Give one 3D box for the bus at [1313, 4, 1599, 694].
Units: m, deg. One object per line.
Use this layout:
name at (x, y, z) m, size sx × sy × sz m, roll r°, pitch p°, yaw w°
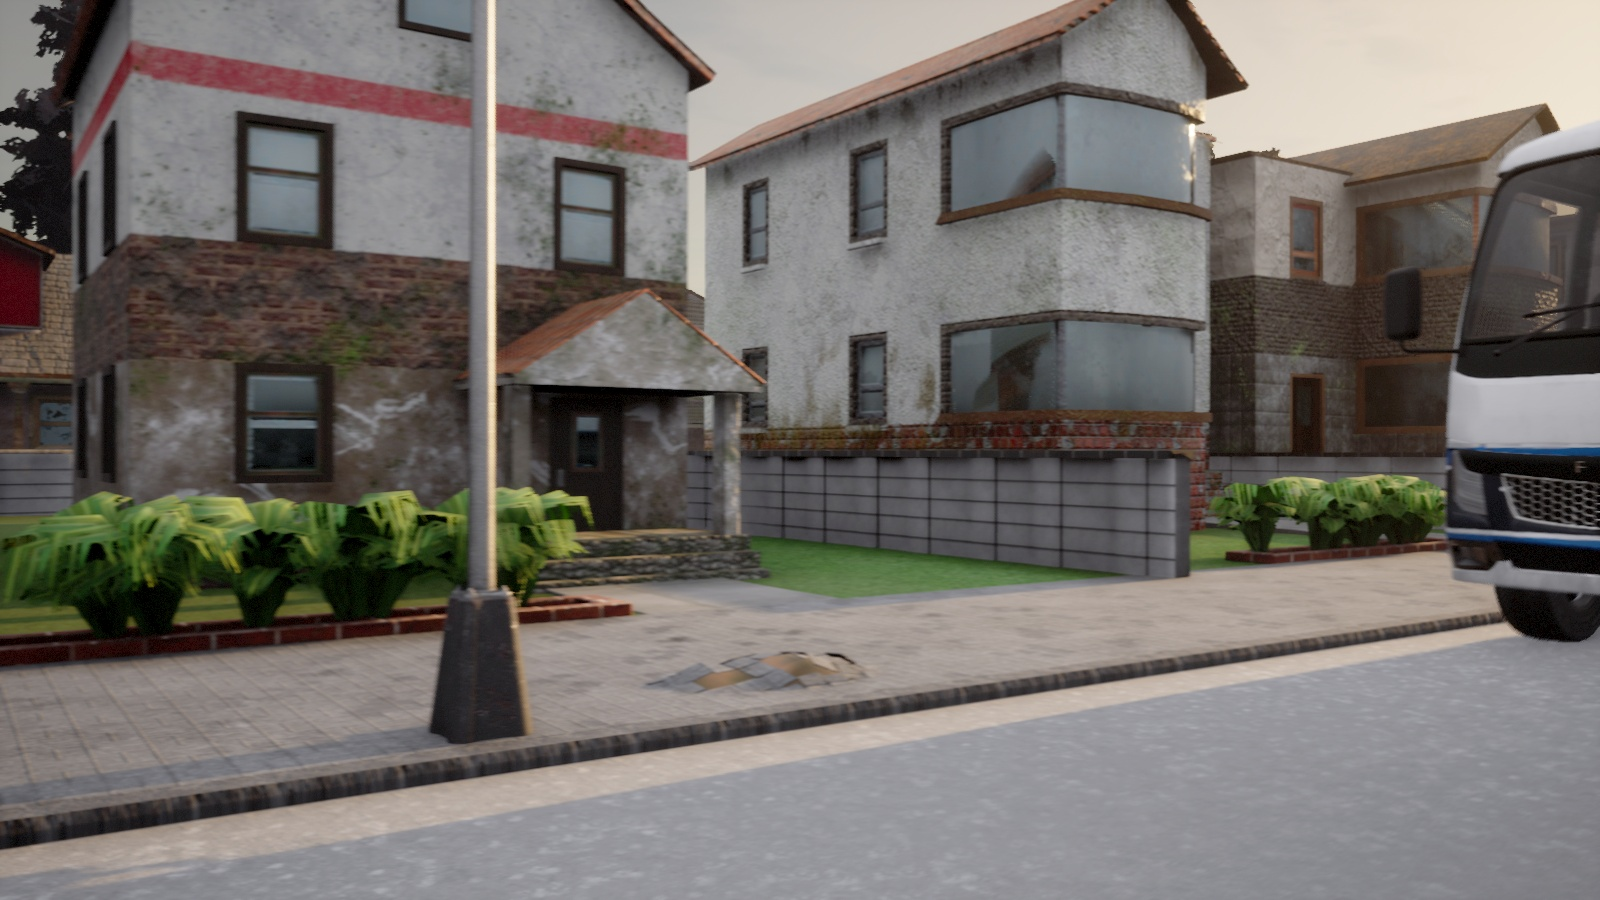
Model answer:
bus at (9.159, -0.625, 10.648) m, size 10.273 × 4.253 × 3.944 m, roll 0°, pitch 0°, yaw -35°
